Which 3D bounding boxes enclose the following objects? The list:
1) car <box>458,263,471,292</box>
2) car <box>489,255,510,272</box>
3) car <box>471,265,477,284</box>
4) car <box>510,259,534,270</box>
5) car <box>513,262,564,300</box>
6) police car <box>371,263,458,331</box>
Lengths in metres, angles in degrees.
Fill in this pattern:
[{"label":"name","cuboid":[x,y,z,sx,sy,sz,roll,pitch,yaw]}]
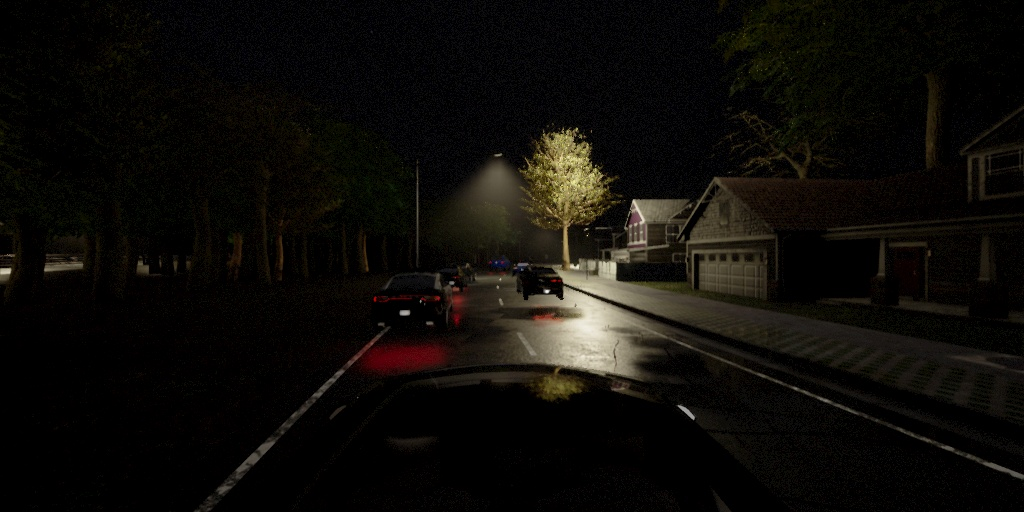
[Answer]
[{"label":"car","cuboid":[-3.639,1.265,21.066,1.812,1.442,4.674,0,0,-3]},{"label":"car","cuboid":[-1.540,0.941,47.117,2.150,2.045,5.566,0,0,9]},{"label":"car","cuboid":[-3.797,1.241,27.037,1.837,1.490,4.892,0,0,0]},{"label":"car","cuboid":[1.126,1.288,35.423,1.994,1.385,4.181,0,0,2]},{"label":"car","cuboid":[1.312,1.243,17.787,1.837,1.490,4.892,0,0,-4]},{"label":"police car","cuboid":[-2.877,1.170,11.252,1.930,1.638,5.238,0,0,-6]}]
